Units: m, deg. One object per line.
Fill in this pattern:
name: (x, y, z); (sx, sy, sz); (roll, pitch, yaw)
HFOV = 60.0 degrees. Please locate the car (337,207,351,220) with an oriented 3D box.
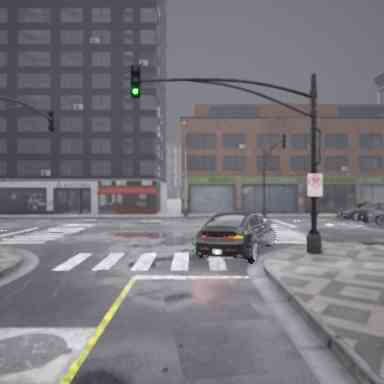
car: (13.785, 1.466, 25.741); (4.892, 1.490, 1.837); (0, 0, 0)

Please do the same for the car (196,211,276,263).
car: (1.708, 1.453, 12.072); (1.837, 1.490, 4.892); (-1, 1, 24)

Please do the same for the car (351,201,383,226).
car: (13.491, 1.505, 22.492); (4.181, 1.385, 1.994); (0, 0, 0)
